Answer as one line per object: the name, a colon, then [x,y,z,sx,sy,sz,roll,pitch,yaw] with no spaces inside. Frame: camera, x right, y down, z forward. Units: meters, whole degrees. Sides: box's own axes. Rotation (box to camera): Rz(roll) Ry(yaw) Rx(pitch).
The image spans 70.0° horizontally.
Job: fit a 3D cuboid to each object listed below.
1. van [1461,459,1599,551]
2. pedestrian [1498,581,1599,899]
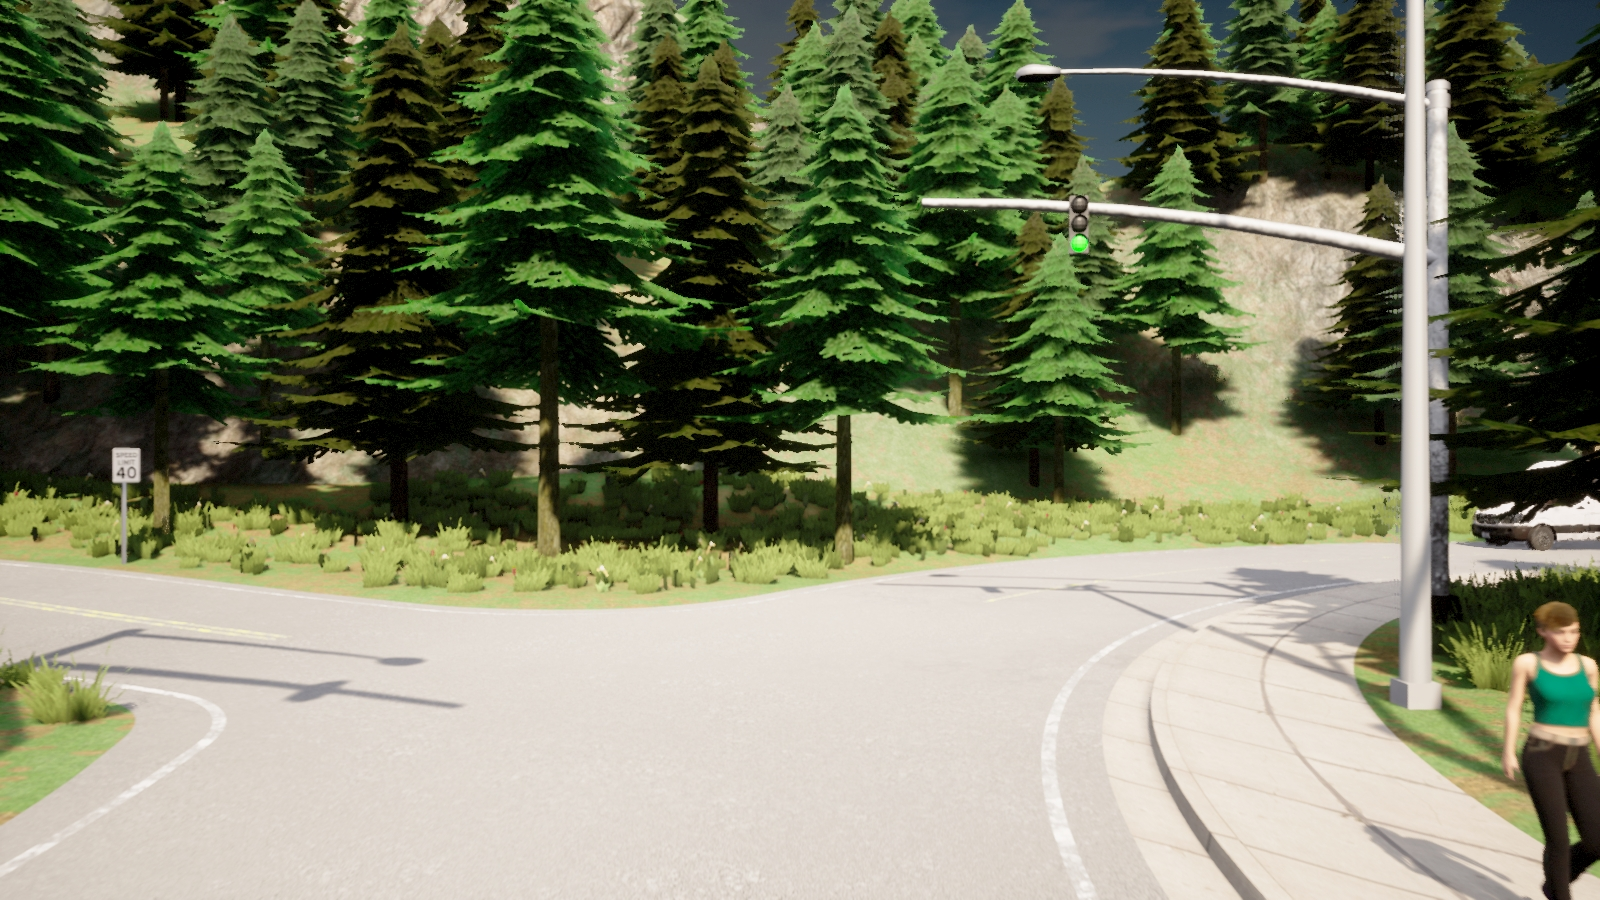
van: [22.553,1.532,33.021,5.915,2.561,1.988,0,0,-6]
pedestrian: [4.151,1.675,6.317,0.375,1.860,0.375,0,0,5]
